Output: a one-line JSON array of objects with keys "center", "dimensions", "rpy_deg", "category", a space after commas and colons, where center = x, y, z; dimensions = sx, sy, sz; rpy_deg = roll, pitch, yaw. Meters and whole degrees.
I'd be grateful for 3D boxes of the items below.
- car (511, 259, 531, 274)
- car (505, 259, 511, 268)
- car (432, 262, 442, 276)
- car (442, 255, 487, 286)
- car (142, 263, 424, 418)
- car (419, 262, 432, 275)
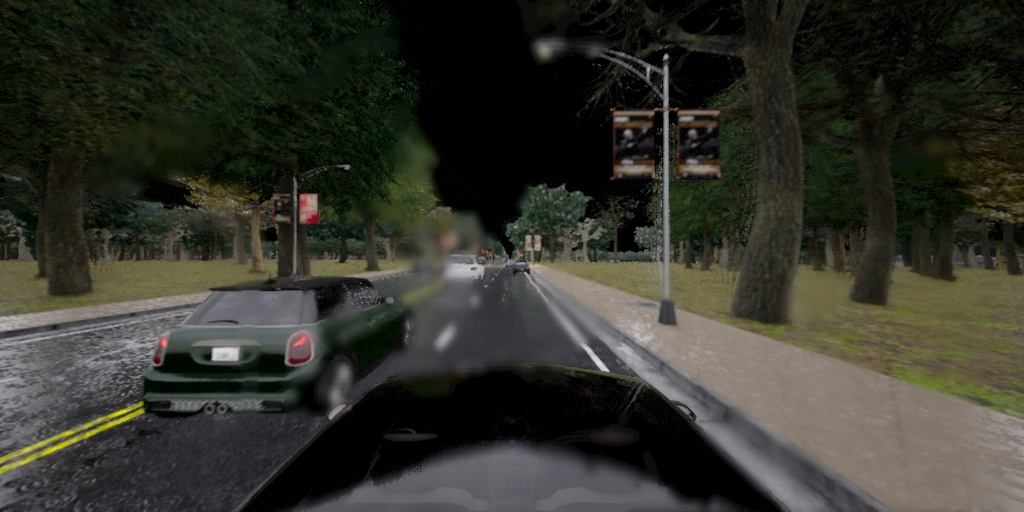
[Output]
[{"center": [1.073, 1.274, 40.136], "dimensions": [1.812, 1.442, 4.674], "rpy_deg": [0, 0, 0], "category": "car"}, {"center": [-0.109, 1.290, 58.535], "dimensions": [2.033, 1.411, 5.357], "rpy_deg": [0, 0, 0], "category": "car"}, {"center": [-6.647, 1.253, 37.573], "dimensions": [1.837, 1.490, 4.892], "rpy_deg": [0, 1, 0], "category": "car"}, {"center": [-3.176, 0.975, 25.177], "dimensions": [2.150, 2.045, 5.566], "rpy_deg": [0, 0, 0], "category": "car"}, {"center": [-3.151, 1.103, 6.079], "dimensions": [2.097, 1.767, 4.553], "rpy_deg": [0, 0, 0], "category": "car"}, {"center": [-9.896, 1.313, 39.720], "dimensions": [1.994, 1.385, 4.181], "rpy_deg": [0, 0, 0], "category": "car"}]
